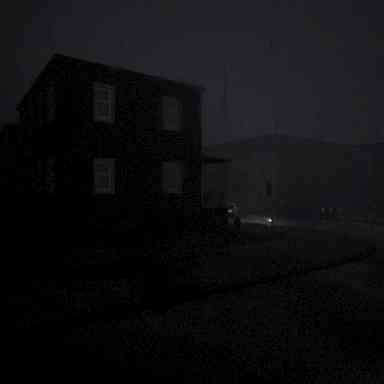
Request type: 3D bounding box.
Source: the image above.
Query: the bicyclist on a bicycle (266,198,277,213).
[{"bbox_3d":[8.322,1.344,34.790,1.656,1.620,0.582,0,0,-35],"label":"bicyclist on a bicycle"}]

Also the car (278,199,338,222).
[{"bbox_3d":[9.053,1.348,26.332,2.097,1.767,4.553,0,0,-35],"label":"car"}]

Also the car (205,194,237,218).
[{"bbox_3d":[1.575,1.218,29.786,2.150,2.045,5.566,0,0,-35],"label":"car"}]
